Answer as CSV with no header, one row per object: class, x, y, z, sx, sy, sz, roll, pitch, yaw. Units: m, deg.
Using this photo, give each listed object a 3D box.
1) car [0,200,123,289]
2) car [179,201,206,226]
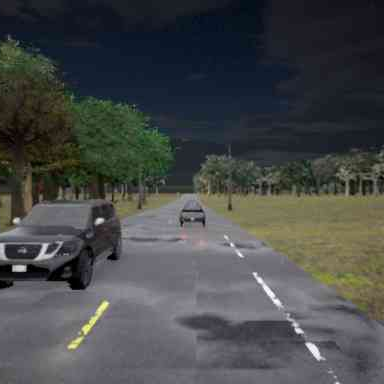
car,-3.526,1.255,9.609,2.150,2.045,5.566,0,-1,0
car,0.055,1.665,24.947,2.128,1.511,4.902,0,-1,0
